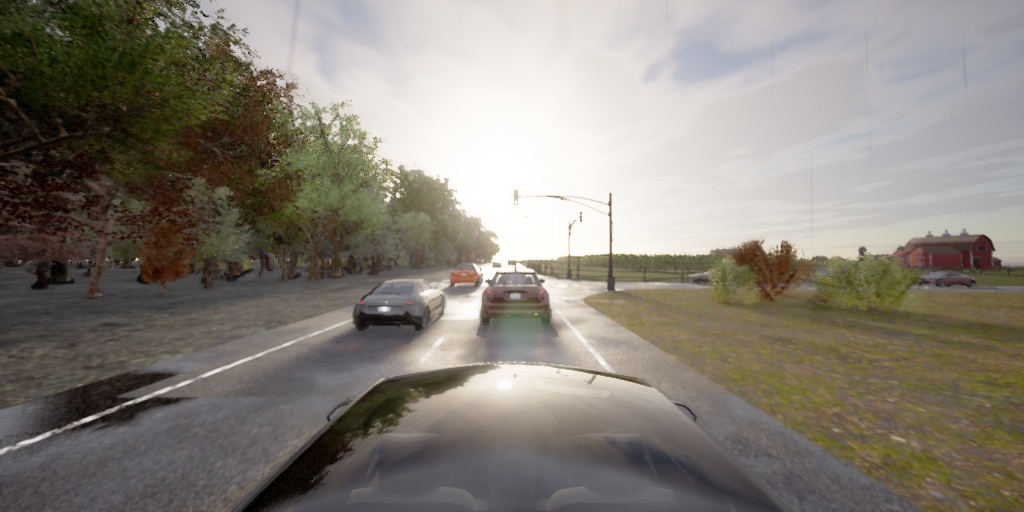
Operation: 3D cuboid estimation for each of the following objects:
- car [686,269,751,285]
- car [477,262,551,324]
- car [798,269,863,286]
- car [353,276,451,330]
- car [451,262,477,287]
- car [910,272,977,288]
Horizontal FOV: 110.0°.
[{"bbox_3d":[18.721,1.843,32.273,5.357,1.411,2.033,1,-2,0],"label":"car"},{"bbox_3d":[0.115,1.206,12.520,2.097,1.767,4.553,0,-1,0],"label":"car"},{"bbox_3d":[28.559,1.894,32.228,4.902,1.511,2.128,1,-2,0],"label":"car"},{"bbox_3d":[-3.399,1.409,11.555,1.994,1.385,4.181,0,-1,0],"label":"car"},{"bbox_3d":[-3.401,1.349,27.618,2.097,1.767,4.553,0,-1,0],"label":"car"},{"bbox_3d":[38.604,2.075,32.163,4.181,1.385,1.994,1,-2,1],"label":"car"}]
